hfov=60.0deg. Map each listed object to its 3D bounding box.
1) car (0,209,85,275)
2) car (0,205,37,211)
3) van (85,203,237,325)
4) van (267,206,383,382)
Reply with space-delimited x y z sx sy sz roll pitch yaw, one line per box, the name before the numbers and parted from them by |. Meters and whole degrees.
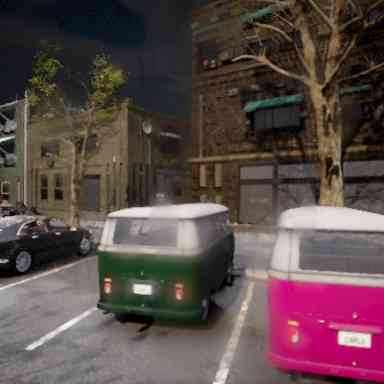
car | -5.017 1.480 10.516 2.231 1.521 4.892 0 -1 15
car | -7.421 1.351 12.269 2.185 1.767 4.553 1 -1 16
van | -0.174 1.260 7.201 1.878 1.987 4.442 0 -1 16
van | 2.235 1.262 5.483 1.878 1.987 4.442 0 -1 16
